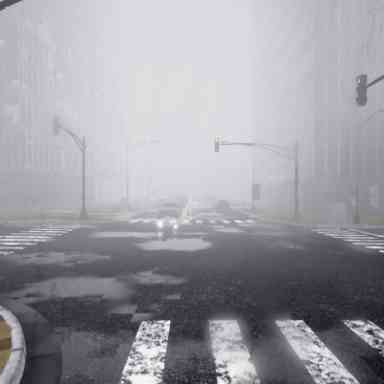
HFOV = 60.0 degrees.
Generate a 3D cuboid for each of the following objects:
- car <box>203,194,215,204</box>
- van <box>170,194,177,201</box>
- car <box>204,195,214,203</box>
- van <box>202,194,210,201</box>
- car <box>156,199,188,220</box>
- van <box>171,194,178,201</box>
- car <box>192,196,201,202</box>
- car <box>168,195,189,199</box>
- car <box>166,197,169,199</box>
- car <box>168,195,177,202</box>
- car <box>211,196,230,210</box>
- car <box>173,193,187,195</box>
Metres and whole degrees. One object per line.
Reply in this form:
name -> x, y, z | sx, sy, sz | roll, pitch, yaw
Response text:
car -> 3.572, 1.313, 63.930 | 2.192, 1.841, 5.009 | 0, 0, 0
van -> -4.433, 1.321, 80.454 | 1.690, 1.788, 3.998 | 0, 0, 0
car -> 3.531, 1.432, 69.459 | 1.967, 1.590, 4.097 | 0, 0, 0
van -> 3.447, 1.321, 80.513 | 1.690, 1.788, 3.998 | 0, 0, 0
car -> -1.796, 1.566, 28.910 | 2.033, 1.411, 5.357 | 0, 0, 4
van -> -4.475, 1.315, 85.981 | 1.690, 1.788, 3.998 | 0, 0, 0
car -> 0.942, 1.512, 73.102 | 1.812, 1.442, 4.674 | 0, 0, 0
car -> -1.696, 1.503, 45.011 | 2.128, 1.511, 4.902 | 0, 0, 0
car -> -4.183, 1.592, 47.289 | 1.802, 1.307, 4.206 | 0, 0, 0
car -> -4.391, 1.426, 74.927 | 1.967, 1.590, 4.097 | 0, 0, 0
car -> 3.788, 1.579, 41.822 | 1.947, 1.339, 4.313 | 0, 0, 0
car -> -1.780, 1.220, 61.632 | 2.150, 2.045, 5.566 | 0, 0, 0
